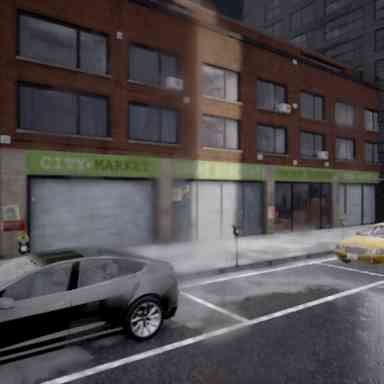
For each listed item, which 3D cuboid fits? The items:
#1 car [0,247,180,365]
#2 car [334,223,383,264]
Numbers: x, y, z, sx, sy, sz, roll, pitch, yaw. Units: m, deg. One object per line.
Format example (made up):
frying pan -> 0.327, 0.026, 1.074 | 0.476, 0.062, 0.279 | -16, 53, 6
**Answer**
car -> -2.198, 1.576, 4.974 | 4.313, 1.339, 1.947 | 1, -1, -35
car -> 6.764, 1.638, 11.357 | 4.829, 1.417, 1.752 | 1, -1, -35
